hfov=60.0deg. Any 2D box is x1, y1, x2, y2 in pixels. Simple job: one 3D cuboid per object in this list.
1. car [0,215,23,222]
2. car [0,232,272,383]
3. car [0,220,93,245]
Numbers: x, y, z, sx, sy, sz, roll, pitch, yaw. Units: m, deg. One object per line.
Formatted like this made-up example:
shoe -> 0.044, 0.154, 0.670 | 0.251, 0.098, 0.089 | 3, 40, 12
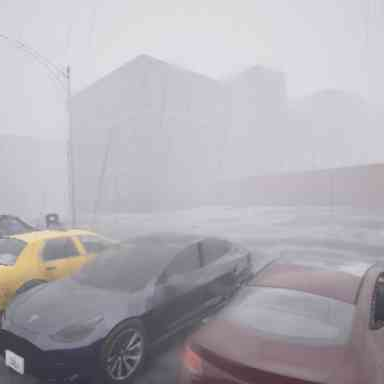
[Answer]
car -> -5.276, 1.385, 9.041 | 2.185, 1.767, 4.553 | 0, 0, 35
car -> -0.625, 1.522, 5.728 | 2.163, 1.488, 4.792 | 0, 0, 35
car -> -2.774, 1.498, 7.523 | 1.946, 1.575, 5.366 | 0, 0, 35
